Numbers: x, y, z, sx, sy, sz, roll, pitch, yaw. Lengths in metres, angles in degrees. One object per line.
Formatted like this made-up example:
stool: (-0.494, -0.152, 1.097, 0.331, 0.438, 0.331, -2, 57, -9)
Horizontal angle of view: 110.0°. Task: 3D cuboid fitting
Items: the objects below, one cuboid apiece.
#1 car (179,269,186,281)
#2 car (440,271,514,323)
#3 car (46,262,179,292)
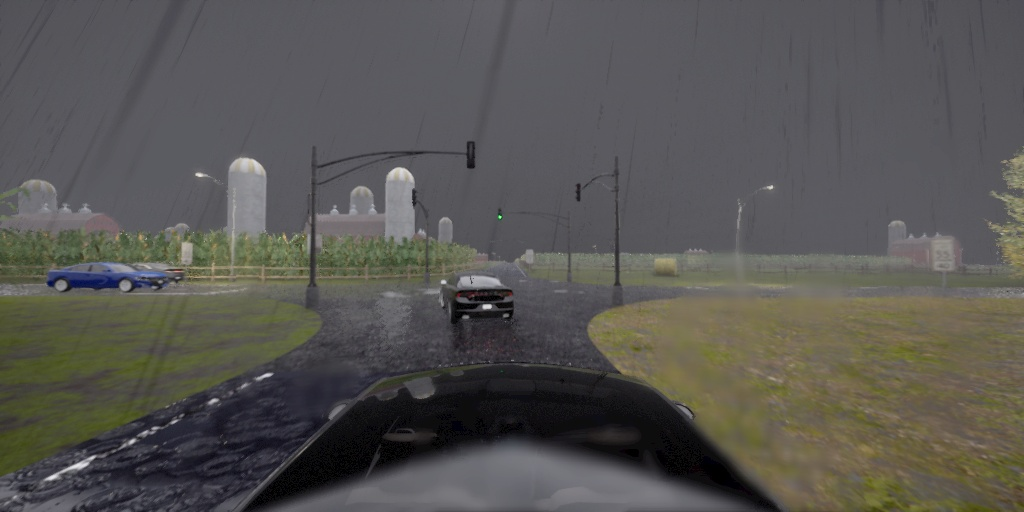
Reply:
car: (-23.609, 1.183, 22.628, 4.902, 1.511, 2.128, 0, -1, -3)
car: (-1.378, 1.272, 12.487, 1.882, 1.535, 5.008, 1, 0, -16)
car: (-21.303, 1.095, 19.063, 5.008, 1.535, 1.882, 1, -1, -3)
